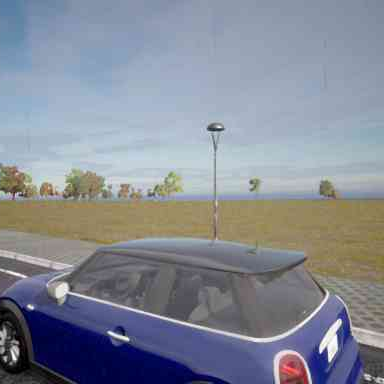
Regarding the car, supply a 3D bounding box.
[{"bbox_3d":[-0.515,1.353,4.096,4.553,1.767,2.097,0,0,36],"label":"car"}]
